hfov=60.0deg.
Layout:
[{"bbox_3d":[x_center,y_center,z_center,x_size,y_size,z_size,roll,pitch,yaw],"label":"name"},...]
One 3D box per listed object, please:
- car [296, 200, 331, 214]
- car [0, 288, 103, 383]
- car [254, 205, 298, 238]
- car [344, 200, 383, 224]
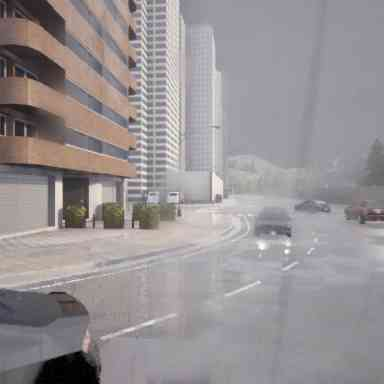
[{"bbox_3d":[12.938,1.549,35.862,1.812,1.442,4.674,0,0,-15],"label":"car"},{"bbox_3d":[-3.045,1.491,2.049,4.902,1.511,2.128,0,0,-36],"label":"car"},{"bbox_3d":[4.500,1.547,18.183,2.033,1.411,5.357,0,0,15],"label":"car"},{"bbox_3d":[12.883,1.353,24.537,2.097,1.767,4.553,0,0,9],"label":"car"}]
